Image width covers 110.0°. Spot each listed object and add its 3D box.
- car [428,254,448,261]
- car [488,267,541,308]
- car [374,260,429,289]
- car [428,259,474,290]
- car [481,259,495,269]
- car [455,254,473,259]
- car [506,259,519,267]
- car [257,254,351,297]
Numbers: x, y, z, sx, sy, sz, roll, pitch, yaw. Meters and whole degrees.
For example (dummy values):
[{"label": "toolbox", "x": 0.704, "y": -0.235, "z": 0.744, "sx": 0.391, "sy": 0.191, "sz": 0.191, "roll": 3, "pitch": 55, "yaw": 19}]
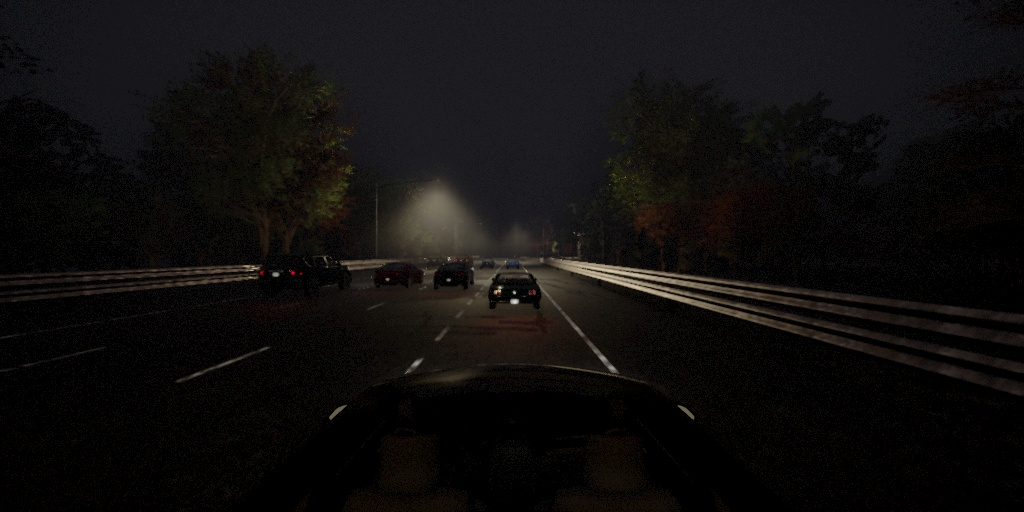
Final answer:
[{"label": "car", "x": -10.419, "y": 0.738, "z": 50.547, "sx": 2.150, "sy": 2.045, "sz": 5.566, "roll": 0, "pitch": 0, "yaw": 0}, {"label": "car", "x": 0.095, "y": 1.288, "z": 14.705, "sx": 1.895, "sy": 1.301, "sz": 4.718, "roll": 0, "pitch": 0, "yaw": 0}, {"label": "car", "x": -6.907, "y": 1.127, "z": 22.367, "sx": 1.882, "sy": 1.535, "sz": 5.008, "roll": 0, "pitch": 0, "yaw": 0}, {"label": "car", "x": -3.408, "y": 1.130, "z": 21.743, "sx": 1.882, "sy": 1.535, "sz": 5.008, "roll": 0, "pitch": 0, "yaw": 0}, {"label": "car", "x": -3.417, "y": 1.062, "z": 50.870, "sx": 2.033, "sy": 1.411, "sz": 5.357, "roll": 0, "pitch": 0, "yaw": 0}, {"label": "car", "x": -6.918, "y": 0.734, "z": 51.630, "sx": 2.150, "sy": 2.045, "sz": 5.566, "roll": 0, "pitch": 0, "yaw": 0}, {"label": "car", "x": 0.088, "y": 1.064, "z": 50.676, "sx": 2.033, "sy": 1.411, "sz": 5.357, "roll": 0, "pitch": 0, "yaw": 0}, {"label": "car", "x": -10.408, "y": 0.890, "z": 18.479, "sx": 2.150, "sy": 2.045, "sz": 5.566, "roll": 0, "pitch": 0, "yaw": 0}]
